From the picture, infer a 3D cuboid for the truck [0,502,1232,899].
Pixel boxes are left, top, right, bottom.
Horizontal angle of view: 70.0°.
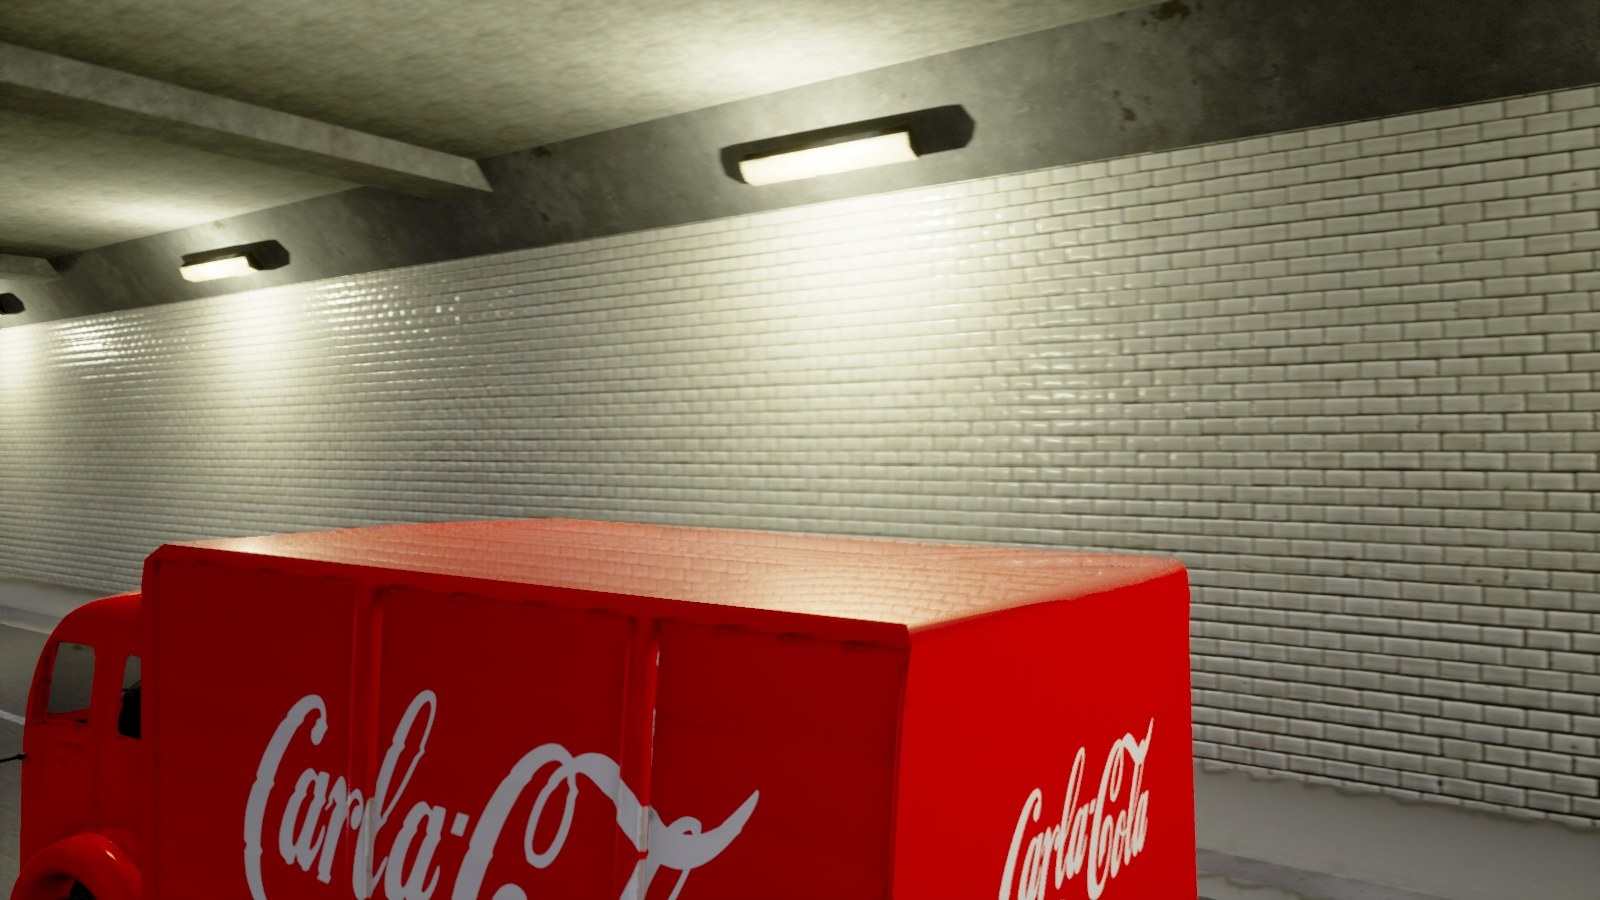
[{"bbox_3d":[-1.265,1.568,4.721,5.204,2.467,2.627,0,0,36],"label":"truck"}]
